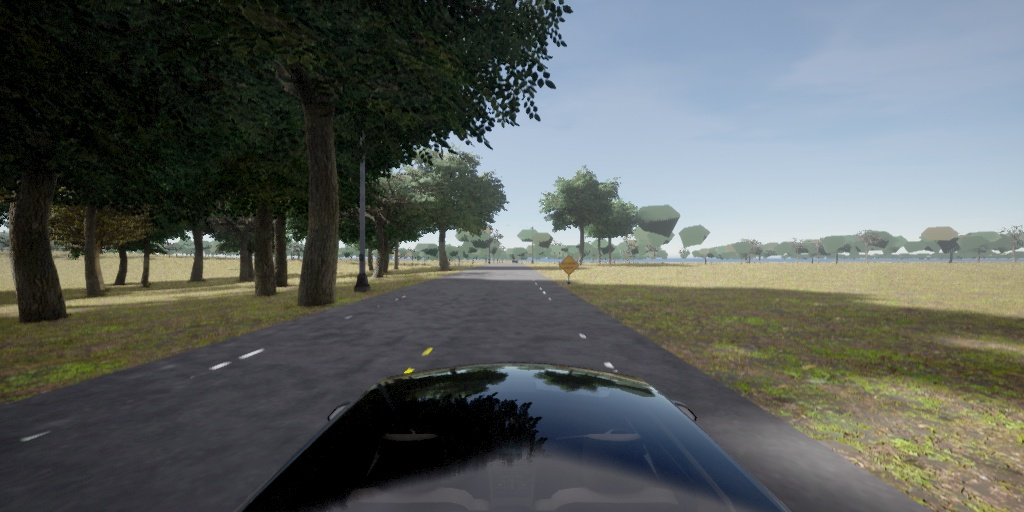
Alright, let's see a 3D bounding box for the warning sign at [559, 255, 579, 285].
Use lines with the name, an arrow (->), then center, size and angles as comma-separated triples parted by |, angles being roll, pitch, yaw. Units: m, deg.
warning sign -> 3.550, 0.866, 22.339 | 1.300, 1.860, 1.060 | 0, 0, 0
